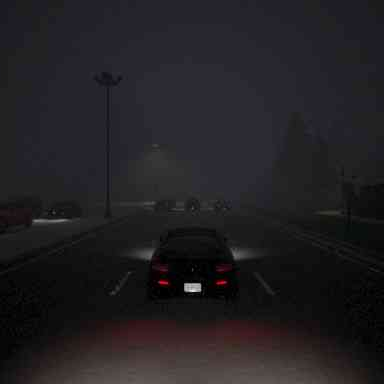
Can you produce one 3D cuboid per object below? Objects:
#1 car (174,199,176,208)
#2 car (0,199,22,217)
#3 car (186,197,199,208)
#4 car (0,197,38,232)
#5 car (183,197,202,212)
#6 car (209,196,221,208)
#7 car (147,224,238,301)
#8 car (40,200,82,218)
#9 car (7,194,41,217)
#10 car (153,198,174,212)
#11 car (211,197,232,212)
[{"bbox_3d":[-3.401,1.564,49.235,1.994,1.385,4.181,0,0,0],"label":"car"},{"bbox_3d":[-18.436,1.505,31.840,1.837,1.490,4.892,0,0,0],"label":"car"},{"bbox_3d":[0.099,1.505,49.228,1.837,1.490,4.892,0,0,0],"label":"car"},{"bbox_3d":[-11.465,1.352,19.841,2.097,1.767,4.553,0,0,0],"label":"car"},{"bbox_3d":[0.078,1.505,38.808,1.837,1.490,4.892,0,0,0],"label":"car"},{"bbox_3d":[3.599,1.352,49.191,2.097,1.767,4.553,0,0,0],"label":"car"},{"bbox_3d":[0.017,1.526,8.198,1.812,1.442,4.674,0,0,0],"label":"car"},{"bbox_3d":[-11.439,1.505,30.015,1.837,1.490,4.892,0,0,0],"label":"car"},{"bbox_3d":[-14.942,1.221,28.776,2.150,2.045,5.566,0,0,0],"label":"car"},{"bbox_3d":[-3.421,1.526,39.232,1.812,1.442,4.674,0,0,0],"label":"car"},{"bbox_3d":[3.579,1.601,39.247,1.895,1.301,4.718,0,0,0],"label":"car"}]
